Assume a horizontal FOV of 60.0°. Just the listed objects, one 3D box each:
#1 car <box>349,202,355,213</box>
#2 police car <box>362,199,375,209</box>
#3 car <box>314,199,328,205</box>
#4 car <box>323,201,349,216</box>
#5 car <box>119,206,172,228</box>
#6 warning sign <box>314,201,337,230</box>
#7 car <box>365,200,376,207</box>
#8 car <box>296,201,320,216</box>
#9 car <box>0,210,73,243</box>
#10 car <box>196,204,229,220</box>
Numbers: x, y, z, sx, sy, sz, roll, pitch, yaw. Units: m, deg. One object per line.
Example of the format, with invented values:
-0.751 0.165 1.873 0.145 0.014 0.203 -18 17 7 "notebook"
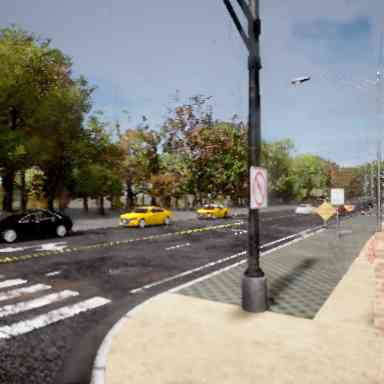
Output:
24.060 2.310 51.542 2.097 1.767 4.553 0 -1 29 "car"
39.168 2.803 74.171 1.930 1.638 5.238 0 -1 32 "police car"
20.046 2.162 51.349 2.150 2.045 5.566 0 -1 32 "car"
18.677 2.275 43.011 1.882 1.535 5.008 0 -1 32 "car"
-3.559 1.910 26.190 1.882 1.535 5.008 0 -1 32 "car"
8.925 1.527 22.202 1.300 1.860 1.060 0 -1 32 "warning sign"
44.391 2.879 82.535 2.097 1.767 4.553 0 -1 32 "car"
14.616 2.302 42.637 1.812 1.442 4.674 0 -1 32 "car"
-8.768 1.775 17.851 1.837 1.490 4.892 0 -1 32 "car"
2.225 2.088 35.434 1.882 1.535 5.008 0 -1 32 "car"
